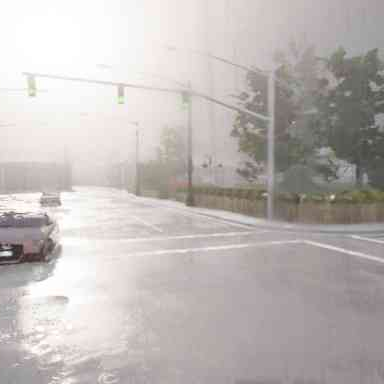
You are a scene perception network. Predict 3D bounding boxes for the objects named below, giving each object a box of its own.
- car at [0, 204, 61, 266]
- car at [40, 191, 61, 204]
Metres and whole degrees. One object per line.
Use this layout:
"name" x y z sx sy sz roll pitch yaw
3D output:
"car" -5.380 1.340 10.566 1.994 1.385 4.181 -1 3 -16
"car" -13.991 0.583 32.962 1.895 1.301 4.718 -1 2 -21
